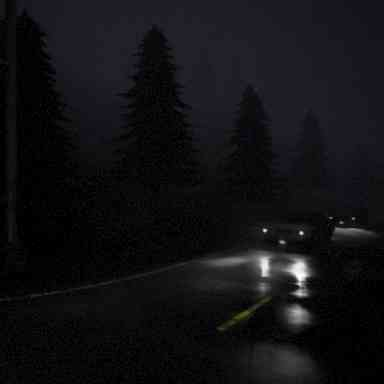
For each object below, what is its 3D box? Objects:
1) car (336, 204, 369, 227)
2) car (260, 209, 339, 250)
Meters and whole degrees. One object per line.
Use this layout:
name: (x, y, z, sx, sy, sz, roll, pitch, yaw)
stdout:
car: (10.969, 1.553, 23.092, 2.033, 1.411, 5.357, 0, 0, 36)
car: (4.721, 1.601, 14.482, 1.895, 1.301, 4.718, 0, 0, 36)
